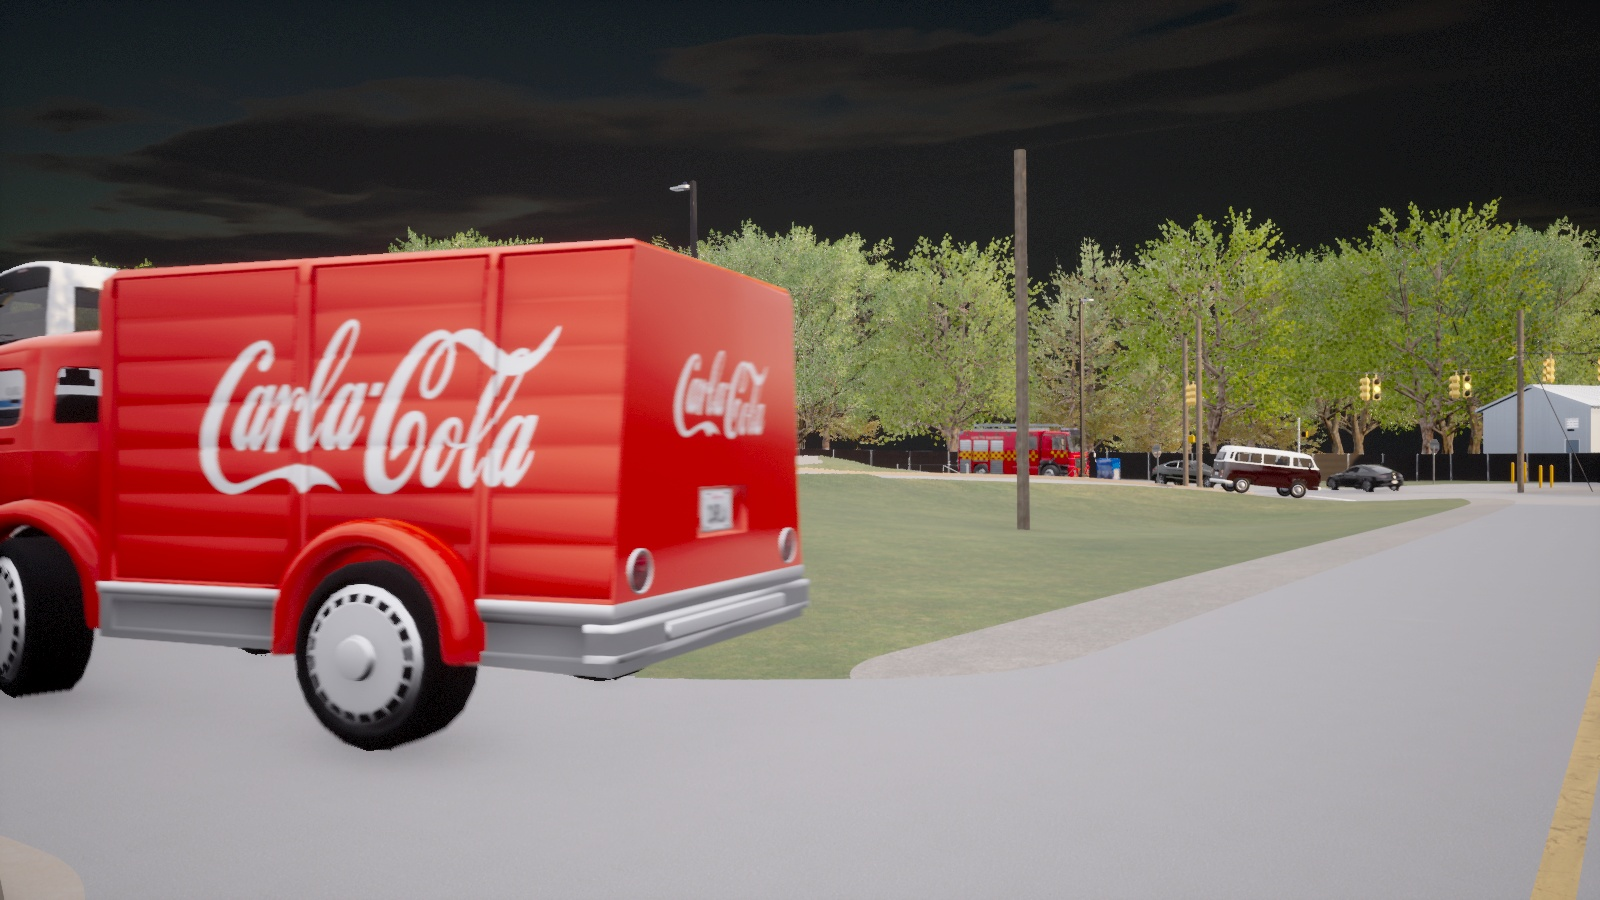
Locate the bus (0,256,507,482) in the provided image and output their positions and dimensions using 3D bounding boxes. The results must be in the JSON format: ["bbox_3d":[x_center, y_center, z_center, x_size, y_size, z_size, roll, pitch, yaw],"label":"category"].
[{"bbox_3d":[-12.084,-1.517,28.889,3.944,4.253,10.273,-1,0,36],"label":"bus"}]

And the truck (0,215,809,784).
[{"bbox_3d":[-2.854,0.232,7.651,5.204,2.467,2.627,0,0,22],"label":"truck"}]

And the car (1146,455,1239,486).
[{"bbox_3d":[23.618,1.191,75.746,2.152,1.651,5.027,-2,2,-38],"label":"car"}]

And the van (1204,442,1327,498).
[{"bbox_3d":[20.399,0.871,55.227,4.480,2.038,2.069,5,1,0],"label":"van"}]

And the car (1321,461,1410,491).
[{"bbox_3d":[30.718,1.380,68.382,1.812,1.442,4.674,-2,1,-15],"label":"car"}]

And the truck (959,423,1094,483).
[{"bbox_3d":[15.124,0.116,84.102,8.468,3.827,2.891,1,2,36],"label":"truck"}]
